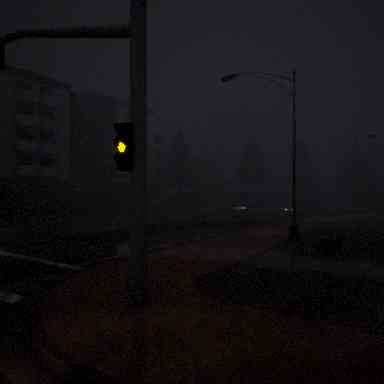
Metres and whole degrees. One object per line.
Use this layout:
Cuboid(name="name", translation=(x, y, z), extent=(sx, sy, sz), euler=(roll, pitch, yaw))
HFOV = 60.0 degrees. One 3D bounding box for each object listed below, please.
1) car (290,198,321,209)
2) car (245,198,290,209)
Cuboid(name="car", translation=(15.608, 1.546, 46.583), extent=(5.357, 1.411, 2.033), euler=(0, 0, -25))
Cuboid(name="car", translation=(10.203, 1.516, 46.158), extent=(5.357, 1.411, 2.033), euler=(2, 3, -6))
